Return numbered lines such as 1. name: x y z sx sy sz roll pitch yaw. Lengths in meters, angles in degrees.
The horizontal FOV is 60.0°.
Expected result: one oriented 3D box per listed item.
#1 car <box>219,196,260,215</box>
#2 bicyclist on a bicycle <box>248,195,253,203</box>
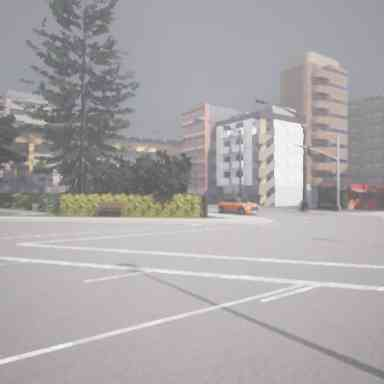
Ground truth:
1. car: 4.733 1.334 33.539 2.097 1.767 4.553 0 0 -35
2. bicyclist on a bicycle: 7.462 1.259 42.675 1.656 1.620 0.582 0 0 -35
